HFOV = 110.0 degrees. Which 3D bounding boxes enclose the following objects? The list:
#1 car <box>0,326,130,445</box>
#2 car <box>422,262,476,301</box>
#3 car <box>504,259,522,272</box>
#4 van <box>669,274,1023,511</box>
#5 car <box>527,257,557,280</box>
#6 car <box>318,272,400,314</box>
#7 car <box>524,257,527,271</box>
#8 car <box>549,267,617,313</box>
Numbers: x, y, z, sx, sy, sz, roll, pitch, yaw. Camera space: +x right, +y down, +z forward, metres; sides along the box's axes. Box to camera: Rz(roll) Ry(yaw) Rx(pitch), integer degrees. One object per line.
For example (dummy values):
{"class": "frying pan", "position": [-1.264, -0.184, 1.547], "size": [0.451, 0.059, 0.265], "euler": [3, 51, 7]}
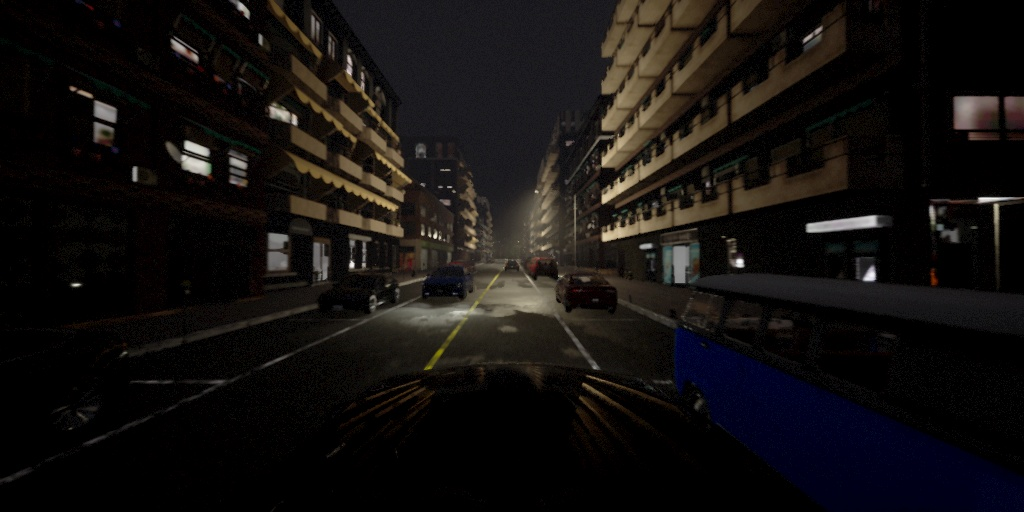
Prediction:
{"class": "car", "position": [-5.687, 1.316, 2.743], "size": [1.948, 1.339, 4.313], "euler": [0, 0, 0]}
{"class": "car", "position": [-3.024, 1.230, 17.686], "size": [1.882, 1.535, 5.008], "euler": [0, 0, 1]}
{"class": "car", "position": [0.013, 1.324, 47.378], "size": [1.994, 1.385, 4.181], "euler": [0, 0, 0]}
{"class": "van", "position": [2.693, 1.091, 2.702], "size": [1.690, 1.789, 3.998], "euler": [0, 0, 0]}
{"class": "car", "position": [2.700, 1.070, 30.557], "size": [2.192, 1.841, 5.009], "euler": [0, 0, 0]}
{"class": "car", "position": [-5.685, 1.317, 13.885], "size": [1.948, 1.339, 4.313], "euler": [0, 0, 0]}
{"class": "car", "position": [2.701, 1.072, 36.127], "size": [2.192, 1.841, 5.009], "euler": [0, 0, 0]}
{"class": "car", "position": [2.696, 1.297, 13.843], "size": [1.888, 1.381, 4.507], "euler": [0, 0, 0]}
